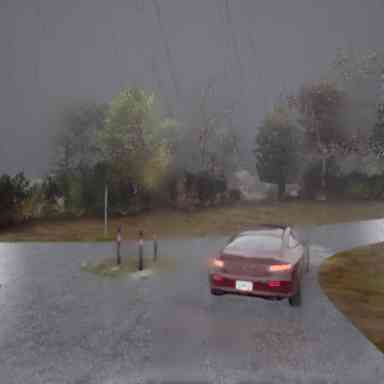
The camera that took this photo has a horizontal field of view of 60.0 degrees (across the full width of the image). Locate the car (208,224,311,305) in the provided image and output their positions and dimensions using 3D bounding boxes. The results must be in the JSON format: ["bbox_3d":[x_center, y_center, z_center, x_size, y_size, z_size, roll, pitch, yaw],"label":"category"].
[{"bbox_3d":[1.801,1.504,8.083,1.812,1.442,4.674,0,0,22],"label":"car"}]
